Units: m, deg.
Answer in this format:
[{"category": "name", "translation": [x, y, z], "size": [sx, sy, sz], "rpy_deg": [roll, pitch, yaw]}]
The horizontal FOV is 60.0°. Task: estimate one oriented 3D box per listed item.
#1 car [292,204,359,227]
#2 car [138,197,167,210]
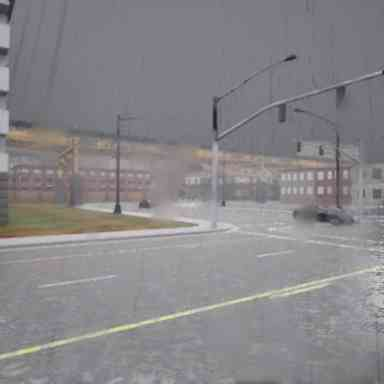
[{"category": "car", "translation": [9.857, 1.706, 24.843], "size": [2.128, 1.511, 4.902], "rpy_deg": [1, 0, -36]}, {"category": "car", "translation": [-5.861, 1.730, 46.371], "size": [1.812, 1.442, 4.674], "rpy_deg": [0, 0, -37]}]
